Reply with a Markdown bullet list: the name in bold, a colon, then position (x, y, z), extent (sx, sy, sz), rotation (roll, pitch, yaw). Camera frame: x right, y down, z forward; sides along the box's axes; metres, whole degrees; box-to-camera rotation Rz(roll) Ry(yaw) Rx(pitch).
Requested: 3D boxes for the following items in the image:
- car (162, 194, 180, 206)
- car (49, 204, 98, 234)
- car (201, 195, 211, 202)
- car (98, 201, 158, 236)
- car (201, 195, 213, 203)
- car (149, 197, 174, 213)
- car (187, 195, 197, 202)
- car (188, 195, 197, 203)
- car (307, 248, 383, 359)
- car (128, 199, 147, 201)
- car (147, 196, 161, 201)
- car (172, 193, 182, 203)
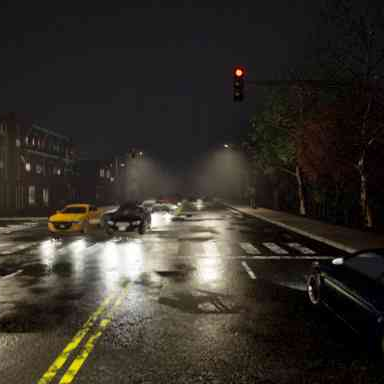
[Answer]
- **car**: position (-3.354, 1.458, 53.571), extent (1.882, 1.535, 5.008), rotation (0, 0, 0)
- **car**: position (-6.608, 1.473, 19.457), extent (1.882, 1.535, 5.008), rotation (0, 0, 0)
- **car**: position (3.231, 1.507, 78.533), extent (2.033, 1.411, 5.357), rotation (0, 0, 0)
- **car**: position (-3.353, 1.487, 18.481), extent (2.128, 1.511, 4.902), rotation (0, 0, 0)
- **car**: position (3.337, 1.465, 68.349), extent (2.128, 1.511, 4.902), rotation (0, 0, 0)
- **car**: position (-3.358, 1.589, 37.482), extent (1.895, 1.301, 4.718), rotation (0, 0, 0)
- **car**: position (-0.017, 1.492, 79.758), extent (2.128, 1.511, 4.902), rotation (0, 0, 0)
- **car**: position (0.086, 1.499, 69.677), extent (1.812, 1.442, 4.674), rotation (0, 0, 0)
- **car**: position (3.337, 1.563, 5.254), extent (1.994, 1.385, 4.181), rotation (0, 0, 1)
- **car**: position (-6.608, 1.552, 37.321), extent (1.994, 1.385, 4.181), rotation (0, 0, 0)
- **car**: position (-6.603, 1.581, 53.871), extent (1.895, 1.301, 4.718), rotation (0, 0, 0)
- **car**: position (-3.266, 1.195, 69.459), extent (2.150, 2.045, 5.566), rotation (0, 0, 0)
